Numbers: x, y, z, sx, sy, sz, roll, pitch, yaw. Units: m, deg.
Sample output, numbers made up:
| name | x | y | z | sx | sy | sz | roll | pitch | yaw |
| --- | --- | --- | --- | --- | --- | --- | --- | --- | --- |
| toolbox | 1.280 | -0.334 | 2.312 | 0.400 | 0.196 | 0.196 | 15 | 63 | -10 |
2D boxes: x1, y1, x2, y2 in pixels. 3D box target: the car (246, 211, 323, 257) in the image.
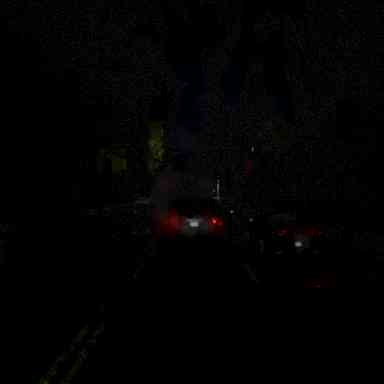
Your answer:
| name | x | y | z | sx | sy | sz | roll | pitch | yaw |
| --- | --- | --- | --- | --- | --- | --- | --- | --- | --- |
| car | 3.330 | 1.459 | 12.840 | 1.882 | 1.535 | 5.008 | 0 | 0 | 0 |

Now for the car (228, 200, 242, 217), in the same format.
| name | x | y | z | sx | sy | sz | roll | pitch | yaw |
| --- | --- | --- | --- | --- | --- | --- | --- | --- | --- |
| car | 3.341 | 1.424 | 30.157 | 2.128 | 1.511 | 4.902 | 0 | 0 | 0 |

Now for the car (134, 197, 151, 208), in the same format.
| name | x | y | z | sx | sy | sz | roll | pitch | yaw |
| --- | --- | --- | --- | --- | --- | --- | --- | --- | --- |
| car | -6.581 | 1.409 | 44.747 | 1.812 | 1.442 | 4.674 | 0 | 0 | 0 |

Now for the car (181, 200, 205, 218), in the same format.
| name | x | y | z | sx | sy | sz | roll | pitch | yaw |
| --- | --- | --- | --- | --- | --- | --- | --- | --- | --- |
| car | 0.092 | 1.494 | 30.667 | 1.994 | 1.385 | 4.181 | 0 | 0 | 0 |

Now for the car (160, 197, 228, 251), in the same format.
| name | x | y | z | sx | sy | sz | roll | pitch | yaw |
| --- | --- | --- | --- | --- | --- | --- | --- | --- | --- |
| car | 0.089 | 1.198 | 14.101 | 2.150 | 2.045 | 5.566 | 0 | 0 | 0 |
